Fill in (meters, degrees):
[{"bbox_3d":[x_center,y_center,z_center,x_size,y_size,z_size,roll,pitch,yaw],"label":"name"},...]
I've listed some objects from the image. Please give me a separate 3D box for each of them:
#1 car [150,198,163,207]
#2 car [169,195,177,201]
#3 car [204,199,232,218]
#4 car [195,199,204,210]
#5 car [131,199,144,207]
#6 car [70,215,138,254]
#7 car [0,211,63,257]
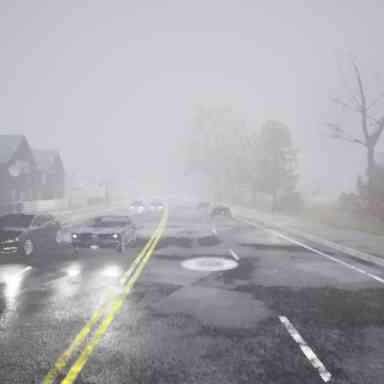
[{"bbox_3d":[-5.903,1.752,55.874,1.994,1.385,4.181,0,0,-4],"label":"car"},{"bbox_3d":[-5.017,1.774,89.134,2.128,1.511,4.902,0,0,-4],"label":"car"},{"bbox_3d":[2.482,1.619,30.798,1.812,1.442,4.674,0,0,-4],"label":"car"},{"bbox_3d":[1.480,1.630,44.669,2.128,1.511,4.902,0,0,-4],"label":"car"},{"bbox_3d":[-9.189,1.800,56.493,1.895,1.301,4.718,0,0,-4],"label":"car"},{"bbox_3d":[-3.509,1.664,14.004,1.895,1.301,4.718,0,0,-1],"label":"car"},{"bbox_3d":[-6.748,1.578,13.288,1.837,1.490,4.892,0,0,-1],"label":"car"}]
